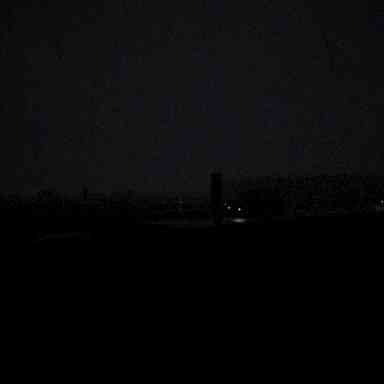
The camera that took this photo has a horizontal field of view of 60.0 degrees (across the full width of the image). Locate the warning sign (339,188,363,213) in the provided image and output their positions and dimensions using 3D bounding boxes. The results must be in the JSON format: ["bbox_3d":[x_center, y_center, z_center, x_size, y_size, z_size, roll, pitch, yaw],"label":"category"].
[{"bbox_3d":[12.139,0.618,25.381,1.060,1.860,1.300,0,-1,-34],"label":"warning sign"}]

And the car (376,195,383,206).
[{"bbox_3d":[23.756,0.846,39.360,4.892,1.490,1.837,0,0,-33],"label":"car"}]

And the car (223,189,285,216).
[{"bbox_3d":[5.135,0.824,27.086,5.566,2.045,2.150,-1,0,-34],"label":"car"}]
